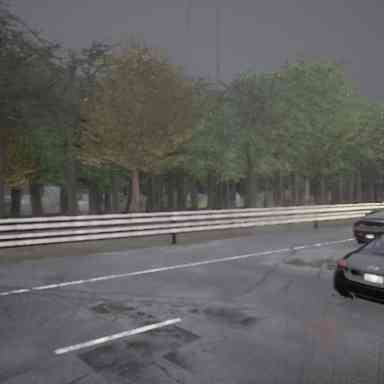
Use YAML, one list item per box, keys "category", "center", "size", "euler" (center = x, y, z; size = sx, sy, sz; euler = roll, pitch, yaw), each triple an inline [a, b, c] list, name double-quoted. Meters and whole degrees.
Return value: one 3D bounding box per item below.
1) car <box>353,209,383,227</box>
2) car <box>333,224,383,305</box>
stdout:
- category: "car"
  center: [8.896, 1.499, 14.385]
  size: [4.892, 1.490, 1.837]
  euler: [0, 0, -35]
- category: "car"
  center: [4.985, 1.564, 7.297]
  size: [4.181, 1.385, 1.994]
  euler: [0, 0, -35]
